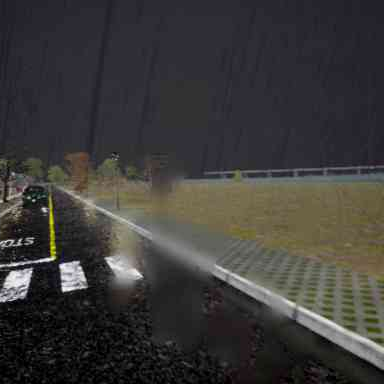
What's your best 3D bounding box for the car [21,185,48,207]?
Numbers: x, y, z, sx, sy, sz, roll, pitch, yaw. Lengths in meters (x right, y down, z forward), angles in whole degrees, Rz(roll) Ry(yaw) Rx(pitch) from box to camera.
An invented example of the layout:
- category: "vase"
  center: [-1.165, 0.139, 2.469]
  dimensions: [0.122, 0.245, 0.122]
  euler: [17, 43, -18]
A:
- category: "car"
  center: [-16.191, 0.392, 34.330]
  dimensions: [2.150, 2.045, 5.566]
  euler: [-4, 3, -23]
